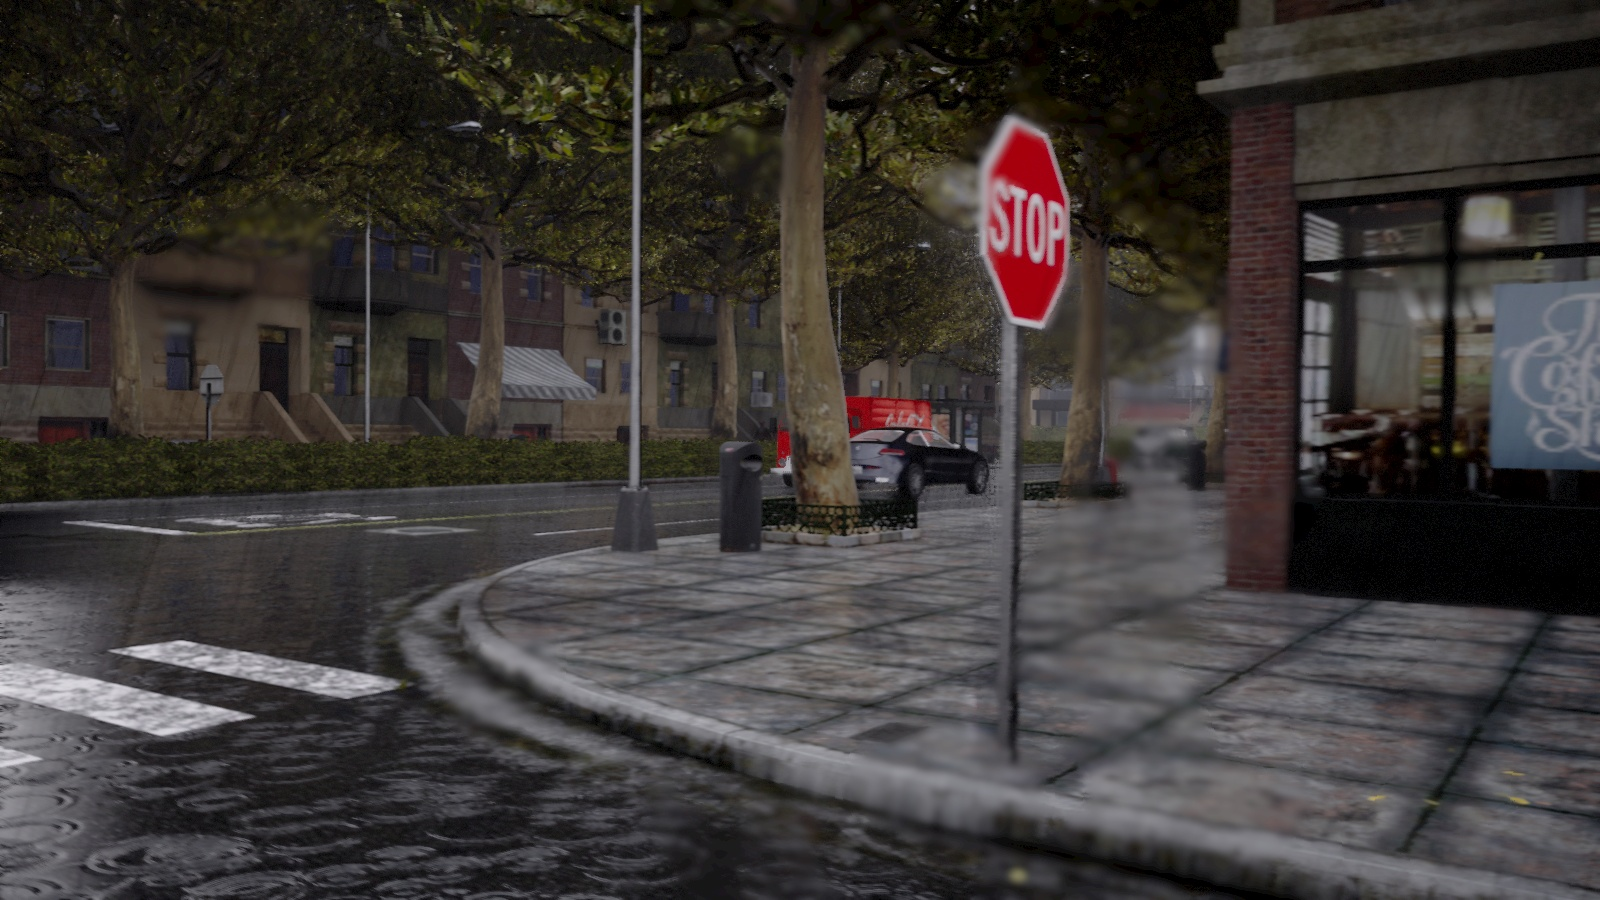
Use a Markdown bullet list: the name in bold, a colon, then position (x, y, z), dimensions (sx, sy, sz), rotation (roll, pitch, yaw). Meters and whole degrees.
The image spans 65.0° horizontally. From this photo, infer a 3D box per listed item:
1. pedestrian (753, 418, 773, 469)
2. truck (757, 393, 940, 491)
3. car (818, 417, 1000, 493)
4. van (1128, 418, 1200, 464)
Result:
- **pedestrian**: position (-1.356, -0.235, 46.024), dimensions (0.376, 1.854, 0.720), rotation (0, 1, 30)
- **truck**: position (1.445, -0.244, 34.482), dimensions (2.627, 2.467, 5.204), rotation (0, 1, 34)
- **car**: position (2.725, 0.070, 30.158), dimensions (2.152, 1.651, 5.027), rotation (0, 1, 34)
- **van**: position (16.345, -0.436, 56.224), dimensions (1.775, 1.987, 4.442), rotation (0, 1, 34)
